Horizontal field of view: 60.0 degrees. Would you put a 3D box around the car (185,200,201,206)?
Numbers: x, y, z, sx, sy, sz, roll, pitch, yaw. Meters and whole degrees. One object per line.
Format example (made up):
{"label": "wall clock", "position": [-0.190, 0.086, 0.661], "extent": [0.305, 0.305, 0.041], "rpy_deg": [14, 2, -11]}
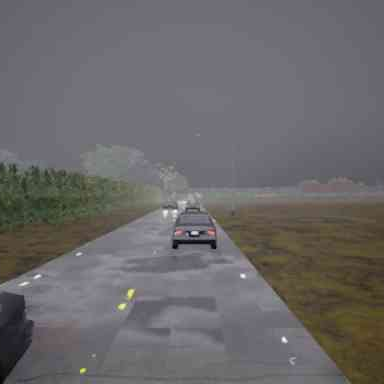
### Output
{"label": "car", "position": [0.083, 1.694, 41.658], "extent": [2.033, 1.411, 5.357], "rpy_deg": [0, 0, 0]}

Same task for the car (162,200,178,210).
{"label": "car", "position": [-2.852, 1.729, 44.766], "extent": [1.994, 1.385, 4.181], "rpy_deg": [0, 0, 0]}

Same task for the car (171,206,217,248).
{"label": "car", "position": [0.095, 1.577, 14.838], "extent": [2.033, 1.411, 5.357], "rpy_deg": [0, 0, 0]}

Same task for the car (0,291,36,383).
{"label": "car", "position": [-2.849, 1.549, 1.774], "extent": [2.033, 1.411, 5.357], "rpy_deg": [0, 0, 0]}
